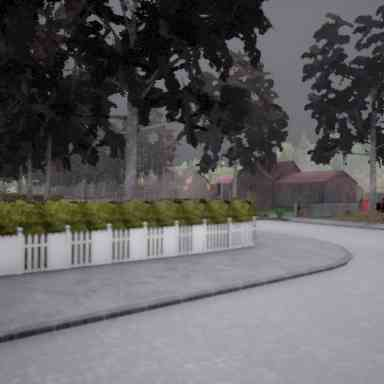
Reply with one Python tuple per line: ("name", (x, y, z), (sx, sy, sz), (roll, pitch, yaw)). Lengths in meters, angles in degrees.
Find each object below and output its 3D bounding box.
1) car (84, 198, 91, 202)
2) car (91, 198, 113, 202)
("car", (-19.061, 1.833, 63.205), (1.994, 1.385, 4.181), (1, -1, -36))
("car", (-11.707, 1.568, 45.728), (2.097, 1.767, 4.553), (1, -1, -35))
